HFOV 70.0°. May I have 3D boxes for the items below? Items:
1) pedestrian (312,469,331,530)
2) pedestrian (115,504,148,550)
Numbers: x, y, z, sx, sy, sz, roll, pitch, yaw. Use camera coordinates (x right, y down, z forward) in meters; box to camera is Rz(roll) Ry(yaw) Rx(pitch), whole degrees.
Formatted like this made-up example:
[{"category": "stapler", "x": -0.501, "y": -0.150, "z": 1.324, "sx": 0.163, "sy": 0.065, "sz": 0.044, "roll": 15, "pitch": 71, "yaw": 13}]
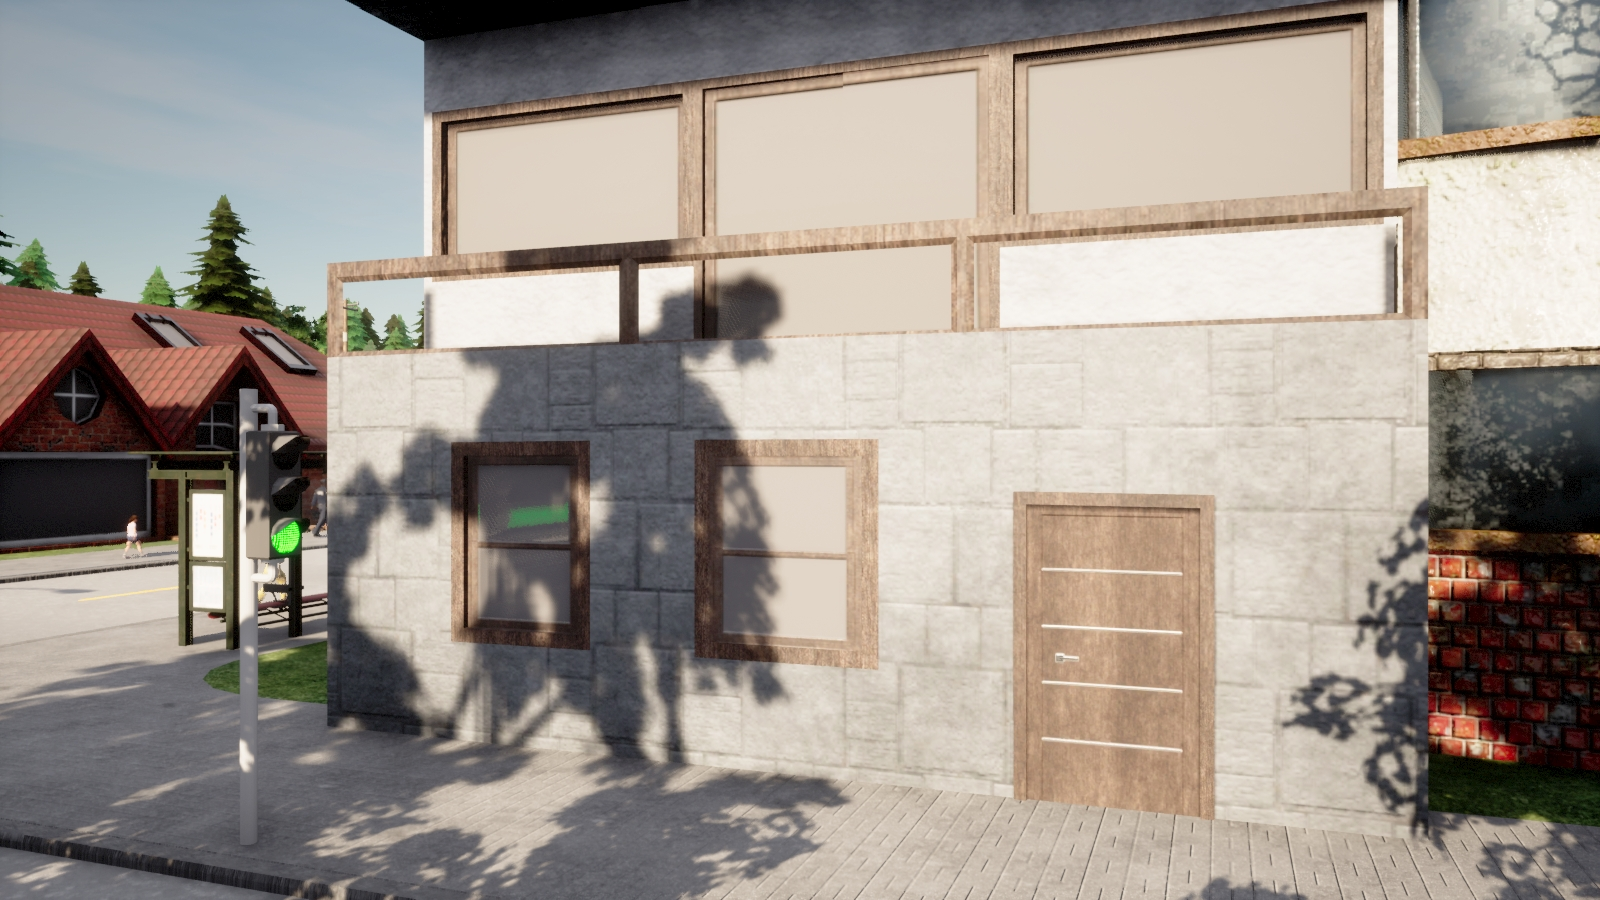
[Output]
[{"category": "pedestrian", "x": -14.700, "y": 1.524, "z": 35.113, "sx": 0.375, "sy": 1.860, "sz": 0.375, "roll": 0, "pitch": 0, "yaw": 24}, {"category": "pedestrian", "x": -16.647, "y": 1.905, "z": 28.448, "sx": 0.500, "sy": 1.100, "sz": 0.500, "roll": 0, "pitch": 0, "yaw": 21}]
